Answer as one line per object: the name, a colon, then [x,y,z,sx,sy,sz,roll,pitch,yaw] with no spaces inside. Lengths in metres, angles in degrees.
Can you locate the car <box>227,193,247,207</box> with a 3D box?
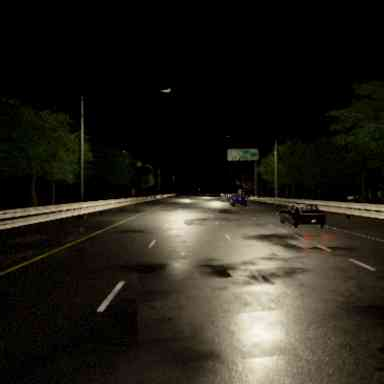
car: [7.189,1.206,52.077,2.150,2.045,5.566,0,0,0]

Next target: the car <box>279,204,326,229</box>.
car: [7.044,1.490,21.655,2.128,1.511,4.902,0,0,0]

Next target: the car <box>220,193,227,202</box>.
car: [7.361,1.478,76.151,1.812,1.442,4.674,0,0,0]
